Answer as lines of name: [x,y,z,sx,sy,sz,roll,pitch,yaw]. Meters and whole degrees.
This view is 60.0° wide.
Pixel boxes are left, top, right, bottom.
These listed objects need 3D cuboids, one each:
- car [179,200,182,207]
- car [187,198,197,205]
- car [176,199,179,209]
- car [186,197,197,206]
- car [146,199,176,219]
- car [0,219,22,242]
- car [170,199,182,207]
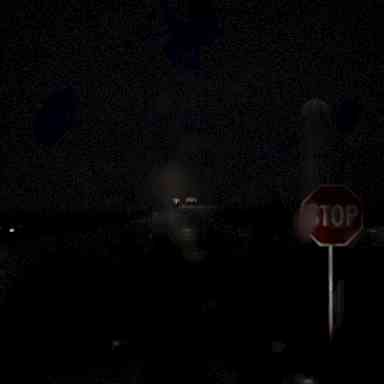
car: [-2.888,1.728,49.455,2.128,1.511,4.902,0,-1,0]
car: [-0.088,2.052,71.450,2.033,1.411,5.357,0,-1,0]
car: [-2.887,1.723,39.747,1.895,1.301,4.718,0,-1,0]
car: [-0.075,1.749,61.423,2.097,1.767,4.553,0,-1,0]
car: [-2.891,1.592,30.128,2.033,1.411,5.357,0,0,0]
car: [-10.658,1.901,16.320,4.181,1.385,1.994,-2,-1,9]
car: [-2.843,1.934,59.406,1.994,1.385,4.181,0,-1,1]
